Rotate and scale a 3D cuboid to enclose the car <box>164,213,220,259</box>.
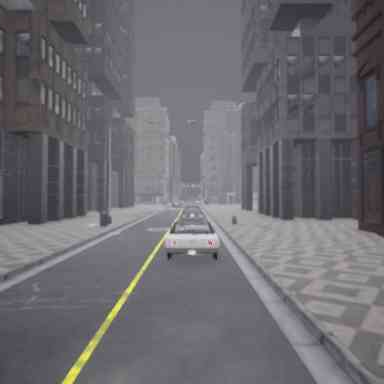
[{"bbox_3d":[0.019,1.752,13.272,1.895,1.301,4.718,0,-1,0],"label":"car"}]

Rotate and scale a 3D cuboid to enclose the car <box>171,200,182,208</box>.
[{"bbox_3d":[-2.996,2.341,65.064,2.128,1.511,4.902,0,-1,1],"label":"car"}]

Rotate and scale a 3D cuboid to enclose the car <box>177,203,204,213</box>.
[{"bbox_3d":[0.021,1.866,27.552,2.033,1.411,5.357,0,-1,0],"label":"car"}]
